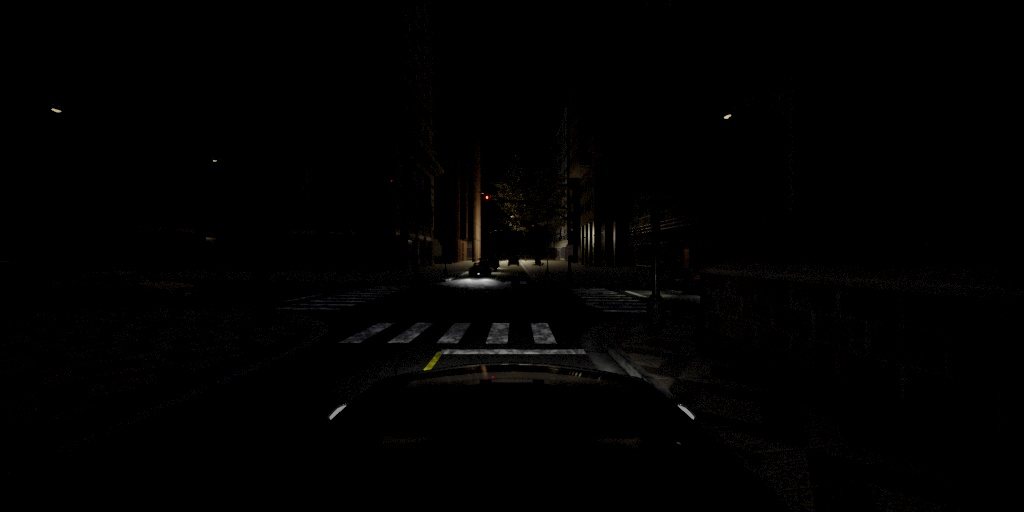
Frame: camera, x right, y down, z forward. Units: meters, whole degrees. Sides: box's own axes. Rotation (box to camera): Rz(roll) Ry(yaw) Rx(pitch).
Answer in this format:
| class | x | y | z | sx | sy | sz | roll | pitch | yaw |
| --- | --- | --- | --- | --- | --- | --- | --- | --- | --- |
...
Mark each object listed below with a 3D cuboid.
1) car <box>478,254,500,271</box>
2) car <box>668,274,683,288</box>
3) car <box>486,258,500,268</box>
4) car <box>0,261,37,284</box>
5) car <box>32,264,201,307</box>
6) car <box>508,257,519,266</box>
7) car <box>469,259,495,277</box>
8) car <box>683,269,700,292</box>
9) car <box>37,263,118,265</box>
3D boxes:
| class | x | y | z | sx | sy | sz | roll | pitch | yaw |
| --- | --- | --- | --- | --- | --- | --- | --- | --- | --- |
| car | -2.966 | 0.825 | 45.107 | 2.150 | 2.045 | 5.566 | 0 | 0 | -1 |
| car | 11.988 | 1.381 | 22.148 | 4.403 | 1.370 | 2.007 | 0 | 0 | 1 |
| car | -2.913 | 1.046 | 55.952 | 1.812 | 1.442 | 4.674 | 0 | 0 | 0 |
| car | -31.863 | 0.974 | 22.545 | 4.507 | 1.381 | 1.888 | 0 | 0 | 1 |
| car | -14.902 | 1.146 | 13.866 | 4.829 | 1.417 | 1.751 | 0 | 0 | 1 |
| car | 0.298 | 0.913 | 65.178 | 1.882 | 1.535 | 5.008 | 0 | 1 | 0 |
| car | -2.997 | 1.275 | 34.437 | 1.895 | 1.301 | 4.718 | 0 | 0 | 0 |
| car | 12.419 | 1.311 | 19.481 | 5.008 | 1.535 | 1.882 | 0 | 0 | 1 |
| car | -26.245 | 1.065 | 22.494 | 4.313 | 1.339 | 1.948 | 0 | 0 | 1 |
